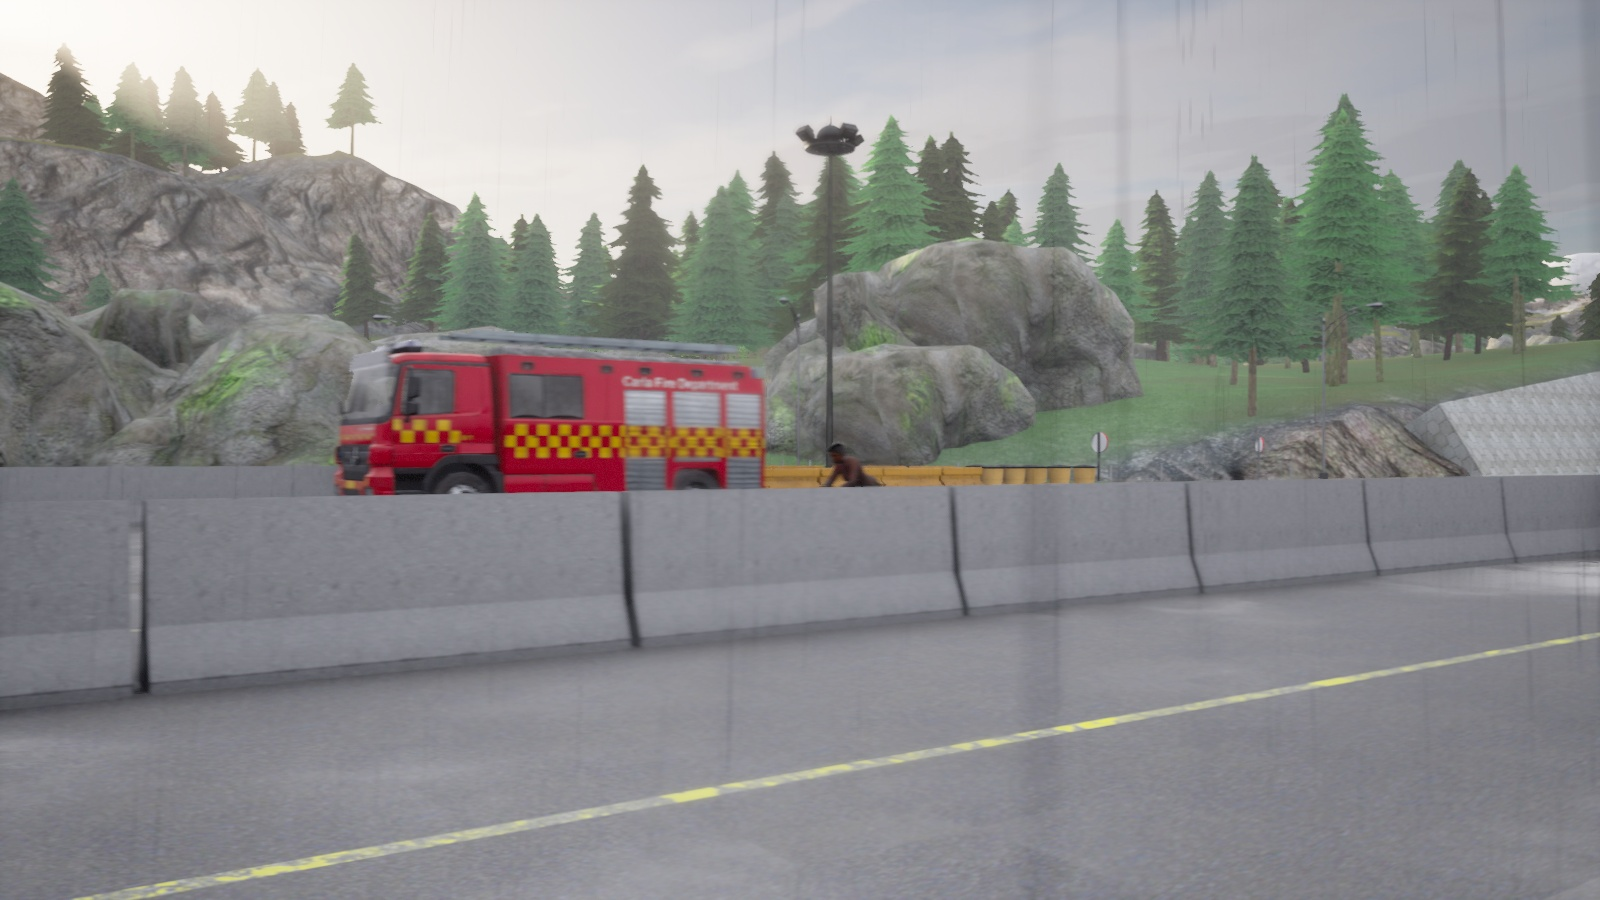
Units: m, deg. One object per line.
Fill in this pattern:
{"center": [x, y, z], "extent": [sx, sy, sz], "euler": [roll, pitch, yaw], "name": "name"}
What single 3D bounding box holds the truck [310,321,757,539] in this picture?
{"center": [-5.218, -0.346, 25.616], "extent": [8.468, 3.827, 2.891], "euler": [0, 0, -35], "name": "truck"}
